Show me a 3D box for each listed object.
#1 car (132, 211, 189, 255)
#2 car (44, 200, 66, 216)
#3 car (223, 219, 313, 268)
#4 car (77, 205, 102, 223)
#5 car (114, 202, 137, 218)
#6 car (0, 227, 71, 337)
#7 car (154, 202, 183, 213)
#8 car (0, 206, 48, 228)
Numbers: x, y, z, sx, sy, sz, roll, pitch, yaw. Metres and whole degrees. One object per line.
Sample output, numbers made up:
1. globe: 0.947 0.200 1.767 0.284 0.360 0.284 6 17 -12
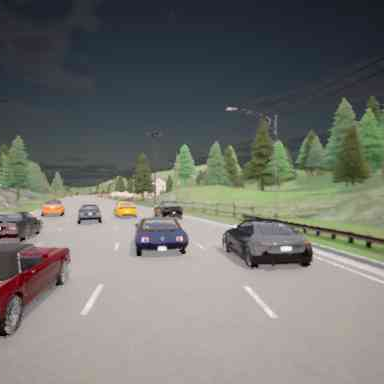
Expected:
1. car: -1.406 1.689 13.767 1.895 1.301 4.718 0 0 -10
2. car: -15.013 1.654 36.287 2.097 1.767 4.553 0 0 -18
3. car: 2.424 1.615 11.551 1.994 1.385 4.181 0 0 -8
4. car: -8.514 1.760 27.662 2.033 1.411 5.357 0 0 -18
5. car: -6.783 1.712 33.592 1.882 1.535 5.008 0 0 -18
6. car: -3.898 1.664 6.611 1.895 1.301 4.718 0 0 -6
7. car: -2.287 1.668 30.992 1.882 1.535 5.008 0 0 -17
8. car: -9.169 1.705 17.156 2.033 1.411 5.357 0 0 -13
